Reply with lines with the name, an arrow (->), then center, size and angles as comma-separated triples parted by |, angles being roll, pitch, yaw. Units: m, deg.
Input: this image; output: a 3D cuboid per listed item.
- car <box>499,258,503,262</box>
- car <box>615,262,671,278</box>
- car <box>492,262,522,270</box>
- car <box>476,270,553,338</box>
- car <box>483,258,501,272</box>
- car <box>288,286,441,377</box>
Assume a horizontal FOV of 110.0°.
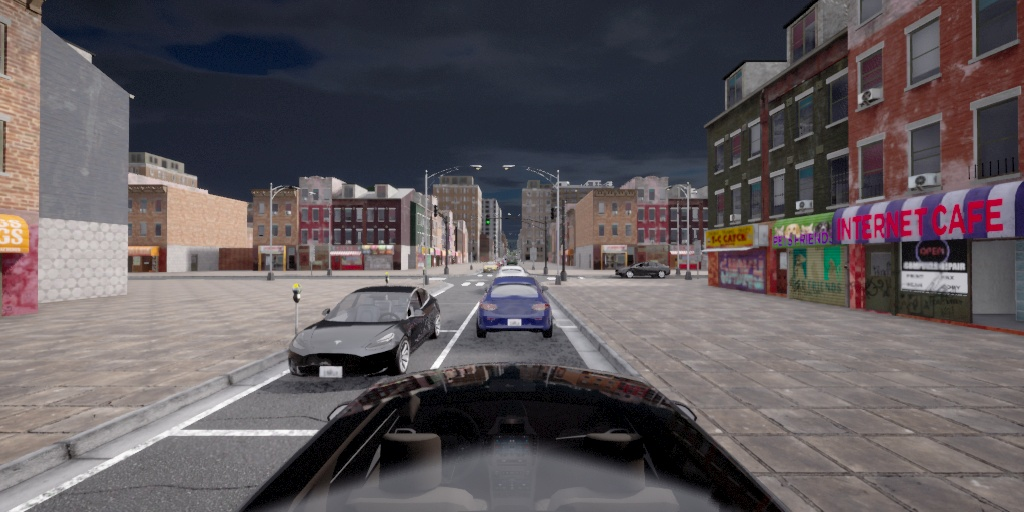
car -> -2.697, 1.355, 50.775 | 1.888, 1.381, 4.507 | 0, 0, 0
car -> 11.992, 1.262, 33.001 | 4.892, 1.490, 1.837 | 0, 0, -2
car -> -0.067, 1.286, 20.864 | 1.812, 1.442, 4.674 | 0, 0, -2
car -> 0.068, 1.278, 10.082 | 1.812, 1.442, 4.674 | 0, 0, 0
car -> -2.690, 1.322, 45.000 | 1.751, 1.417, 4.829 | 0, 0, 0
car -> -2.645, 1.317, 7.402 | 1.948, 1.339, 4.313 | 0, 0, 0
